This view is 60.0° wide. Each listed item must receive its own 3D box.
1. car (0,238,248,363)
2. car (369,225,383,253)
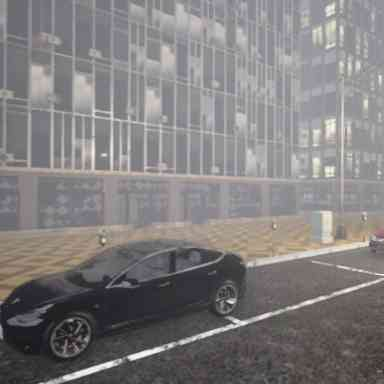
[{"bbox_3d":[-0.895,1.572,5.918,4.313,1.339,1.947,0,0,-35],"label":"car"},{"bbox_3d":[8.373,1.611,12.526,4.206,1.307,1.802,0,0,-35],"label":"car"}]
